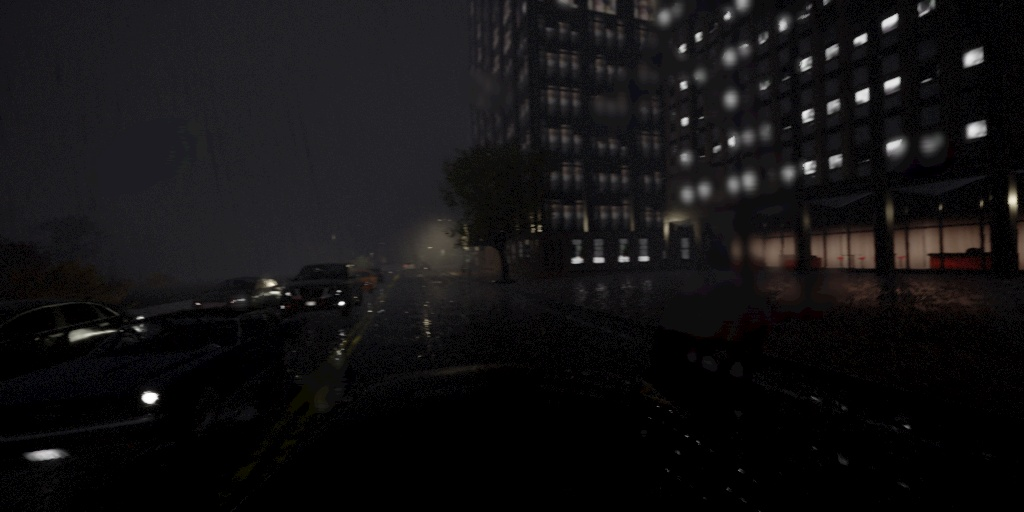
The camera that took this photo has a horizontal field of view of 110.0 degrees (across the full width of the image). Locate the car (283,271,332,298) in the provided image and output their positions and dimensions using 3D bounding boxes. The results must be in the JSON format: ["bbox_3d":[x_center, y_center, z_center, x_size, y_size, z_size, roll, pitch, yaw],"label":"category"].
[{"bbox_3d":[-13.627,1.834,24.161,1.812,1.442,4.674,-2,0,-16],"label":"car"}]

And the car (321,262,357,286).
[{"bbox_3d":[-16.728,1.696,35.029,2.150,2.045,5.566,-2,0,-16],"label":"car"}]

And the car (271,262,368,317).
[{"bbox_3d":[-7.540,1.285,14.735,2.150,2.045,5.566,-2,0,-16],"label":"car"}]

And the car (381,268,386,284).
[{"bbox_3d":[-13.221,1.877,34.580,1.837,1.490,4.892,-2,0,-16],"label":"car"}]

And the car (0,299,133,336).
[{"bbox_3d":[-8.290,1.524,5.664,1.837,1.490,4.892,-2,0,-16],"label":"car"}]

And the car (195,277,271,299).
[{"bbox_3d":[-10.870,1.650,14.584,2.128,1.511,4.902,-2,0,-16],"label":"car"}]

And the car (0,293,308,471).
[{"bbox_3d":[-4.817,1.517,5.356,1.895,1.301,4.718,-2,0,-16],"label":"car"}]

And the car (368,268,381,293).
[{"bbox_3d":[-10.364,1.695,24.558,1.882,1.535,5.008,-2,0,-16],"label":"car"}]
